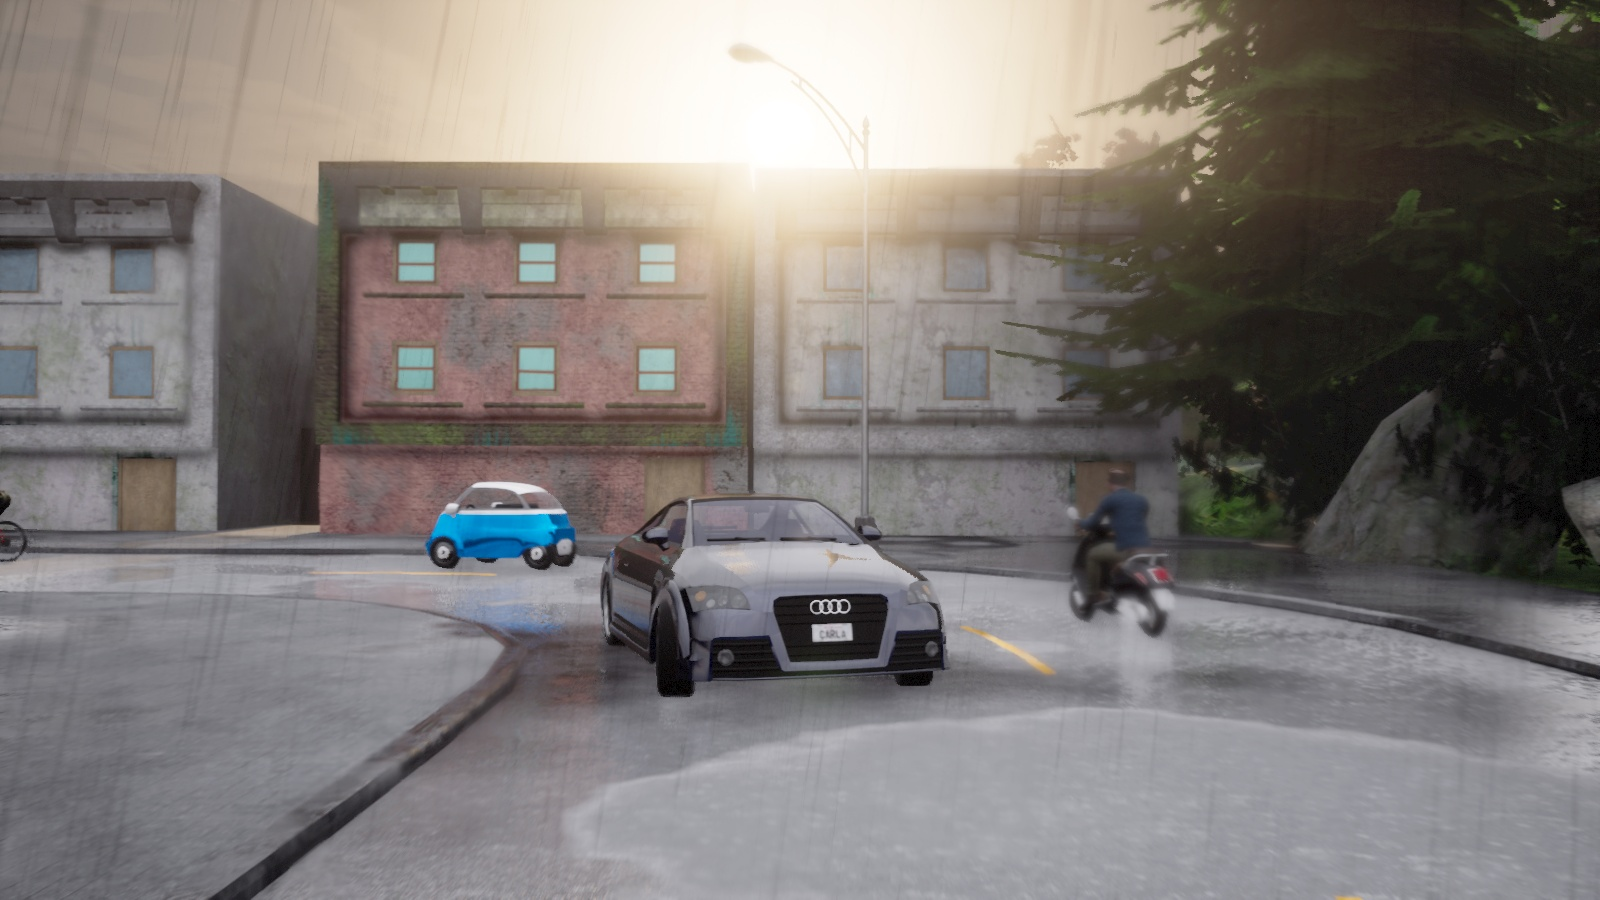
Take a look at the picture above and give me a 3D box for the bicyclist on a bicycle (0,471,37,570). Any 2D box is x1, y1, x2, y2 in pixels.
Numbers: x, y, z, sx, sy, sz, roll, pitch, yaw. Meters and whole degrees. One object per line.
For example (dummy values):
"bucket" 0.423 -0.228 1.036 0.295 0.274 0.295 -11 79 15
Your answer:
"bicyclist on a bicycle" -13.709 1.172 20.906 1.656 1.620 0.582 -1 -1 1

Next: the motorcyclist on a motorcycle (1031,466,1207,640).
"motorcyclist on a motorcycle" 3.140 0.968 12.572 0.866 1.590 1.817 -1 -1 -16

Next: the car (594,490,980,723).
"car" -0.368 1.050 10.139 1.994 1.385 4.181 0 -1 -17

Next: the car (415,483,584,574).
"car" -4.823 1.230 20.266 2.207 1.376 1.481 0 -1 17
